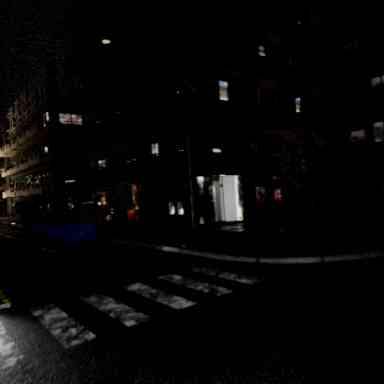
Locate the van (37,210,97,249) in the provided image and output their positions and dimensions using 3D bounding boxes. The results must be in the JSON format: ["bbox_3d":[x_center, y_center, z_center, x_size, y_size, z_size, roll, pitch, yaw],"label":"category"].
[{"bbox_3d":[-6.342,1.823,17.073,1.690,1.788,3.998,-5,0,-38],"label":"van"}]

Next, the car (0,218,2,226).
[{"bbox_3d":[-23.558,3.351,39.118,1.802,1.307,4.206,-5,0,-38],"label":"car"}]

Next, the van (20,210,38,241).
[{"bbox_3d":[-9.789,2.080,21.482,1.690,1.788,3.998,-5,0,-38],"label":"van"}]
